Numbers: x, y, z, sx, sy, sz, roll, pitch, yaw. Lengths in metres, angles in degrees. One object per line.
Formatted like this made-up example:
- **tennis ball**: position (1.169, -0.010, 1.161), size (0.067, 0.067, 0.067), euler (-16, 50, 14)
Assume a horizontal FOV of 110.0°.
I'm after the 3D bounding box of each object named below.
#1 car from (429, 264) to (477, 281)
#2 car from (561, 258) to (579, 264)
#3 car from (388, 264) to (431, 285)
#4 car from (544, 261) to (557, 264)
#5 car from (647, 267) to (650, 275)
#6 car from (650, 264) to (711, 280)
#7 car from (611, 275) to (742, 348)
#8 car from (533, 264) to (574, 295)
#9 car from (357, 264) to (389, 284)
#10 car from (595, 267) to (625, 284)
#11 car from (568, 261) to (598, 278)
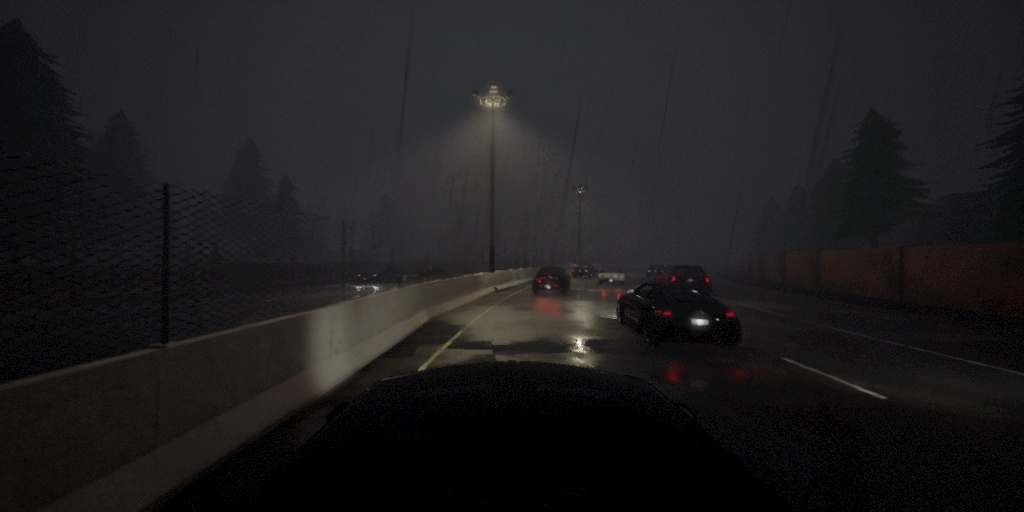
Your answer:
- **car**: position (-3.885, 1.452, 25.606), size (1.994, 1.385, 4.181), euler (0, 0, 14)
- **car**: position (10.754, 1.407, 64.476), size (2.150, 2.045, 5.566), euler (0, 0, 36)
- **car**: position (-6.982, 1.382, 27.640), size (2.128, 1.511, 4.902), euler (0, 0, 15)
- **car**: position (6.866, 1.702, 65.088), size (1.812, 1.442, 4.674), euler (0, 0, 36)
- **car**: position (15.265, 1.579, 37.751), size (2.033, 1.411, 5.357), euler (0, 0, 24)
- **car**: position (9.300, 1.249, 19.834), size (2.097, 1.767, 4.553), euler (0, 0, 12)
- **car**: position (4.135, 1.378, 9.549), size (1.994, 1.385, 4.181), euler (0, 0, 5)
- **car**: position (2.407, 1.385, 20.957), size (1.837, 1.490, 4.892), euler (0, -1, 12)
- **car**: position (-10.299, 1.412, 28.766), size (1.812, 1.442, 4.674), euler (0, 0, 15)
- **car**: position (8.036, 1.550, 28.742), size (1.895, 1.301, 4.718), euler (0, 0, 18)
- **car**: position (7.765, 1.555, 38.067), size (2.033, 1.411, 5.357), euler (0, 0, 23)
